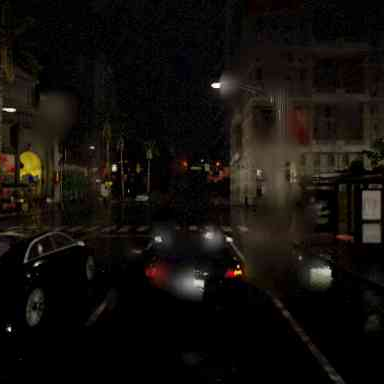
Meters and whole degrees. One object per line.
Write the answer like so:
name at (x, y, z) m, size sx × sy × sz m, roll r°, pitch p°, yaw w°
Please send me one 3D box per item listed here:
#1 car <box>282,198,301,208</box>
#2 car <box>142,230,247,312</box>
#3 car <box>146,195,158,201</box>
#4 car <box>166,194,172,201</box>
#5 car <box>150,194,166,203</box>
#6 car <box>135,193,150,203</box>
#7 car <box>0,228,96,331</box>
car at (14.803, 1.556, 46.839) m, size 4.181 × 1.385 × 1.994 m, roll 0°, pitch 0°, yaw 0°
car at (0.052, 1.563, 7.790) m, size 1.994 × 1.385 × 4.181 m, roll 0°, pitch 0°, yaw 0°
car at (-10.372, 1.528, 86.403) m, size 2.033 × 1.411 × 5.357 m, roll 0°, pitch 0°, yaw 3°
car at (-6.990, 1.344, 84.993) m, size 2.097 × 1.767 × 4.553 m, roll 0°, pitch 0°, yaw 3°
car at (-7.112, 1.543, 69.873) m, size 1.994 × 1.385 × 4.181 m, roll 0°, pitch 0°, yaw 0°
car at (-10.613, 1.216, 70.677) m, size 2.150 × 2.045 × 5.566 m, roll 0°, pitch 0°, yaw 0°
car at (-3.453, 1.491, 6.855) m, size 2.128 × 1.511 × 4.902 m, roll 0°, pitch 0°, yaw 0°
